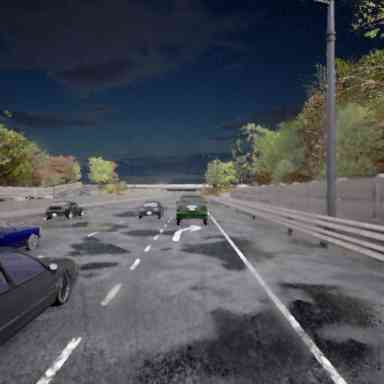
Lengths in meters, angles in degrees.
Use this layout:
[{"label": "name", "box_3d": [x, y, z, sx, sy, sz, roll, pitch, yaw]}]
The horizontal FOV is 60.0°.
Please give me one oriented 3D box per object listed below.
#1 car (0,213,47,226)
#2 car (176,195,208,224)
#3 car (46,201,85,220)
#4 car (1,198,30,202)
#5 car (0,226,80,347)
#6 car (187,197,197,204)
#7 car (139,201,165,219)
[{"label": "car", "box_3d": [-6.902, 1.593, 11.098, 1.895, 1.301, 4.718, 0, 0, 0]}, {"label": "car", "box_3d": [-0.010, 1.213, 24.703, 2.150, 2.045, 5.566, 0, 0, 0]}, {"label": "car", "box_3d": [-10.411, 1.493, 27.582, 1.837, 1.490, 4.892, 0, 0, 0]}, {"label": "car", "box_3d": [-21.088, 1.518, 41.091, 1.812, 1.442, 4.674, 0, 0, 0]}, {"label": "car", "box_3d": [-3.403, 1.544, 4.916, 2.033, 1.411, 5.357, 0, 0, 0]}, {"label": "car", "box_3d": [-0.027, 1.642, 63.345, 1.895, 1.301, 4.718, 0, 0, 0]}, {"label": "car", "box_3d": [-3.414, 1.517, 28.828, 1.812, 1.442, 4.674, 0, 0, 0]}]
